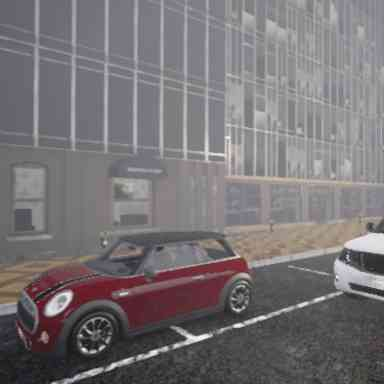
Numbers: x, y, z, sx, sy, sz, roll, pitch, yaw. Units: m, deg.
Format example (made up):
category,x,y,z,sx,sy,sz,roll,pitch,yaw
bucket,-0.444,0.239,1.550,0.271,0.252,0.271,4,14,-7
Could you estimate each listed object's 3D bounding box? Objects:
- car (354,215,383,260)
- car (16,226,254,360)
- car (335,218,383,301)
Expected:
category,x,y,z,sx,sy,sz,roll,pitch,yaw
car,8.325,1.639,12.696,4.403,1.369,2.008,0,0,-36
car,-0.848,1.487,5.966,4.097,1.590,1.967,0,0,-36
car,5.504,1.274,7.419,5.566,2.045,2.150,0,-1,-36
